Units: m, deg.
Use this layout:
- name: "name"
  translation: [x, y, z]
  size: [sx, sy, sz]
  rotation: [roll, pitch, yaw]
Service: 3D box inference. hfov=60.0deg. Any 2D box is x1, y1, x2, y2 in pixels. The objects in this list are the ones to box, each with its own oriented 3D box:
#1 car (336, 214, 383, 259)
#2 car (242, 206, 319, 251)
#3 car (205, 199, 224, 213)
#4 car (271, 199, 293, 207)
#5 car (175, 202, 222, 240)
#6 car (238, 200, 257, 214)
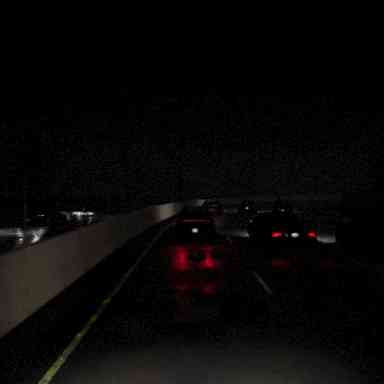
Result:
- name: "car"
  translation: [7.096, 1.527, 12.414]
  size: [1.812, 1.442, 4.674]
  rotation: [0, 0, 0]
- name: "car"
  translation: [3.625, 1.548, 14.127]
  size: [2.033, 1.411, 5.357]
  rotation: [0, 0, 1]
- name: "car"
  translation: [2.162, 1.493, 34.311]
  size: [2.128, 1.511, 4.902]
  rotation: [0, 0, 11]
- name: "car"
  translation: [9.310, 1.507, 34.390]
  size: [1.837, 1.490, 4.892]
  rotation: [0, 0, 12]
- name: "car"
  translation: [0.198, 1.492, 17.104]
  size: [2.128, 1.511, 4.902]
  rotation: [0, 0, 2]
- name: "car"
  translation: [5.863, 1.565, 34.923]
  size: [1.994, 1.385, 4.181]
  rotation: [0, 0, 12]
